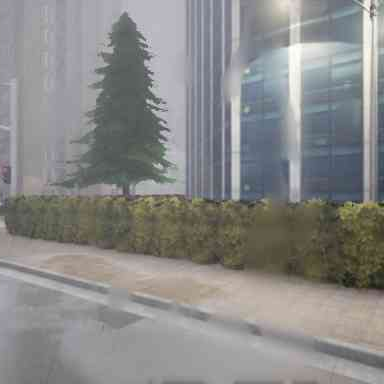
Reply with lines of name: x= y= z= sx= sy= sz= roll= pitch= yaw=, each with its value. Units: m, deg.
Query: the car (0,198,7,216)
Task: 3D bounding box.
car: x=-16.433 y=1.524 z=29.480 sx=1.812 sy=1.442 sz=4.674 roll=0 pitch=0 yaw=35

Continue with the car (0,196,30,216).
car: x=-18.608 y=1.351 z=32.513 sx=2.097 sy=1.767 sz=4.553 roll=0 pitch=0 yaw=36
